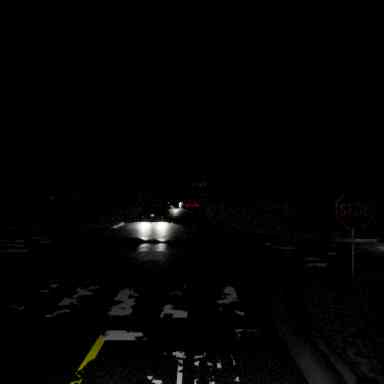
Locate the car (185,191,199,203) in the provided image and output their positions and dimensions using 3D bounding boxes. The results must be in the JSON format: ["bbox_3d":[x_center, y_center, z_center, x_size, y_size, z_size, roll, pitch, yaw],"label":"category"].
[{"bbox_3d":[-0.012,0.852,56.420,2.150,2.045,5.566,0,1,0],"label":"car"}]

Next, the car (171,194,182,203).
[{"bbox_3d":[-2.763,1.147,60.981,1.812,1.442,4.674,0,1,0],"label":"car"}]

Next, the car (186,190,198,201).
[{"bbox_3d":[-0.015,0.723,66.841,2.150,2.045,5.566,0,1,0],"label":"car"}]

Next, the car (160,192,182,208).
[{"bbox_3d":[-2.849,0.990,43.576,2.150,2.045,5.566,0,0,0],"label":"car"}]

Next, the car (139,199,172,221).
[{"bbox_3d":[-2.851,1.483,25.865,1.994,1.385,4.181,0,0,0],"label":"car"}]
